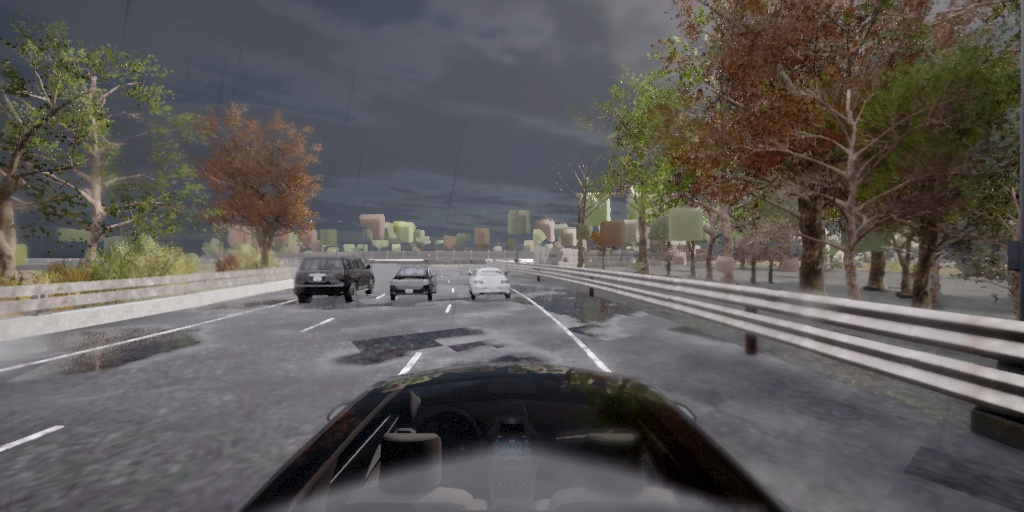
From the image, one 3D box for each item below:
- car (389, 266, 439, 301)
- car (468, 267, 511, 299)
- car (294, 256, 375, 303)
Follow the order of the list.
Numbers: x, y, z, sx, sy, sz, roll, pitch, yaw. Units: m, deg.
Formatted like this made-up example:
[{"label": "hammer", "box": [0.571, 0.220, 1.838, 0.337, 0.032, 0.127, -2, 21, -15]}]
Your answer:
[{"label": "car", "box": [-4.644, 1.243, 17.367, 2.128, 1.511, 4.902, 0, 0, -8]}, {"label": "car", "box": [-1.180, 1.281, 17.868, 1.812, 1.442, 4.674, 0, 0, -8]}, {"label": "car", "box": [-8.112, 1.006, 16.894, 2.150, 2.045, 5.566, 0, 0, -8]}]
